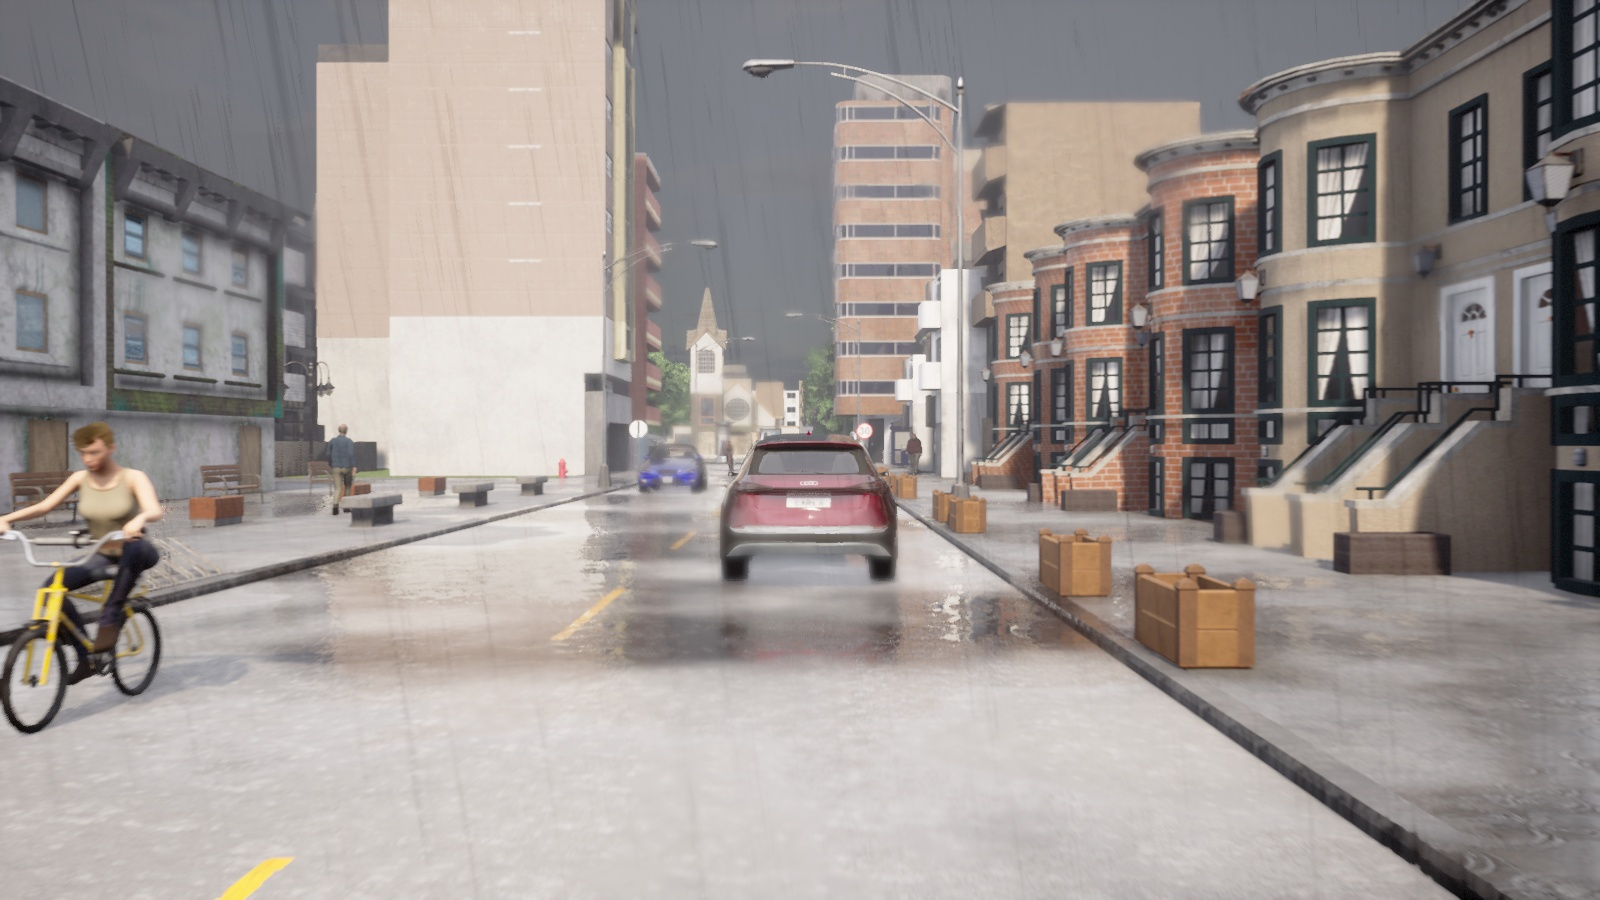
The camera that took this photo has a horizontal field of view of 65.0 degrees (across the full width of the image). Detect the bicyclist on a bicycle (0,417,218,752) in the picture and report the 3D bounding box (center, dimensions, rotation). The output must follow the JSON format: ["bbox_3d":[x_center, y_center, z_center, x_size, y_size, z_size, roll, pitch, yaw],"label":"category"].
[{"bbox_3d":[-3.941,0.641,6.796,0.866,1.612,1.509,0,0,1],"label":"bicyclist on a bicycle"}]

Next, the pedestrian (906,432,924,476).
[{"bbox_3d":[4.886,0.159,53.360,0.634,1.844,0.899,0,0,13],"label":"pedestrian"}]

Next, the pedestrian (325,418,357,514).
[{"bbox_3d":[-8.920,0.311,24.414,0.402,1.842,0.726,0,0,-3],"label":"pedestrian"}]

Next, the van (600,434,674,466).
[{"bbox_3d":[-10.720,-0.004,82.680,4.480,2.038,2.069,0,0,6],"label":"van"}]

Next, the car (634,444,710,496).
[{"bbox_3d":[-3.780,0.545,37.670,1.816,1.474,4.193,0,0,0],"label":"car"}]

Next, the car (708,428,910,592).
[{"bbox_3d":[0.103,0.591,15.104,2.033,1.649,4.856,0,0,0],"label":"car"}]
